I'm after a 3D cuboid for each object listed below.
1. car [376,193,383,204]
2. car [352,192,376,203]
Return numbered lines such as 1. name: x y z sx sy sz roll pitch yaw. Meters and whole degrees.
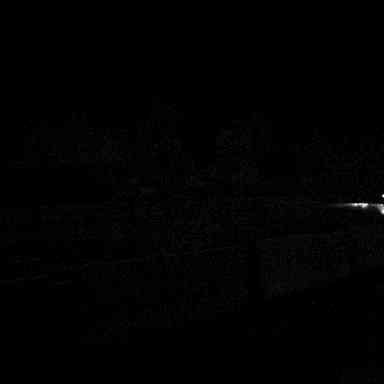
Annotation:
1. car: 23.478 0.434 37.912 4.553 1.767 2.097 -2 1 -35
2. car: 21.473 0.647 40.780 4.181 1.385 1.994 -2 1 -35
